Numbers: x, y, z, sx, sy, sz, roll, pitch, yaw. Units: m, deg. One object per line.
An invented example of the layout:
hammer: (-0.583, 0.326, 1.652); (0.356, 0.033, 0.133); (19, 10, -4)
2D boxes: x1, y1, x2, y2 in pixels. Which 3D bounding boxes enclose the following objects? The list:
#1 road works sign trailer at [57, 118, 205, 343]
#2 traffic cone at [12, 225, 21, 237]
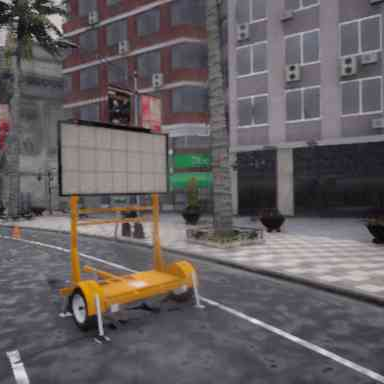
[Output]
road works sign trailer: (-1.564, 0.459, 6.712); (2.380, 3.560, 2.880); (-1, 0, -42)
traffic cone: (-9.156, 2.044, 17.359); (0.340, 0.580, 0.340); (-1, 0, -42)
